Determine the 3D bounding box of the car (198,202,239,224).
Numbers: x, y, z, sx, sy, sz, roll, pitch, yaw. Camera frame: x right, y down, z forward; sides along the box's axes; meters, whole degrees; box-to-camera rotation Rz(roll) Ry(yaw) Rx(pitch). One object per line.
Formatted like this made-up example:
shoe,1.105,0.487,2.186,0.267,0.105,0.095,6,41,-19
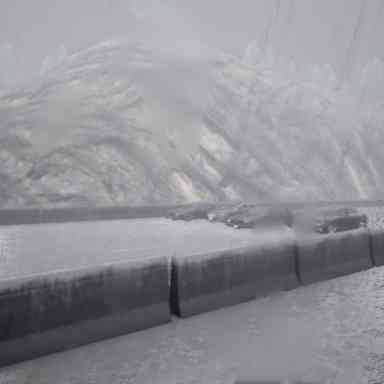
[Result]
car,3.233,1.481,23.490,4.902,1.511,2.128,0,0,-35

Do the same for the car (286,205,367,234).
car,7.556,1.494,17.974,4.892,1.490,1.837,0,0,-35

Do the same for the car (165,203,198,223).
car,0.563,1.537,25.886,5.357,1.411,2.033,0,0,-35

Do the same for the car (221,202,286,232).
car,4.610,1.537,20.174,5.357,1.411,2.033,0,0,-35
